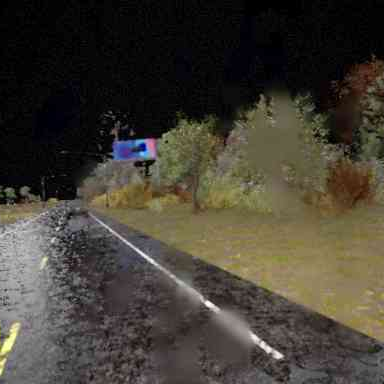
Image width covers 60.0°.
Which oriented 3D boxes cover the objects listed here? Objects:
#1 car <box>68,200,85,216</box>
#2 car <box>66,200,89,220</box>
[{"bbox_3d":[-16.596,2.209,47.666,2.150,2.045,5.566,-3,0,-20],"label":"car"},{"bbox_3d":[-12.987,1.992,37.804,2.150,2.045,5.566,-3,0,-19],"label":"car"}]
